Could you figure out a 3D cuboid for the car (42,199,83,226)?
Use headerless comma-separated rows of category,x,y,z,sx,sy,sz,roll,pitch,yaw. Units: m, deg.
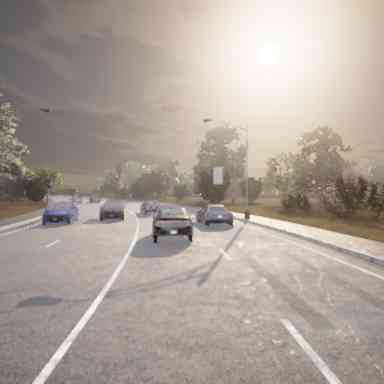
car,-9.422,1.494,24.136,1.882,1.535,5.008,0,0,-11

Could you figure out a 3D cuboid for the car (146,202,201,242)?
car,-1.038,1.494,16.577,2.128,1.511,4.902,0,0,-6

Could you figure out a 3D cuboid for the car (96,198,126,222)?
car,-6.428,1.489,27.049,1.882,1.535,5.008,0,0,-11

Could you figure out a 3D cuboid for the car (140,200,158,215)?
car,-4.310,1.557,34.782,2.033,1.411,5.357,0,0,-14

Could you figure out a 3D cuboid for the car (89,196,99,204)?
car,-19.233,1.543,65.901,2.128,1.511,4.902,0,0,-24

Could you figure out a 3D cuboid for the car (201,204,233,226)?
car,1.507,1.563,23.470,1.994,1.385,4.181,0,0,-9

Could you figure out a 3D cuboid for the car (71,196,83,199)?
car,-22.114,1.537,63.766,2.128,1.511,4.902,0,0,-24
